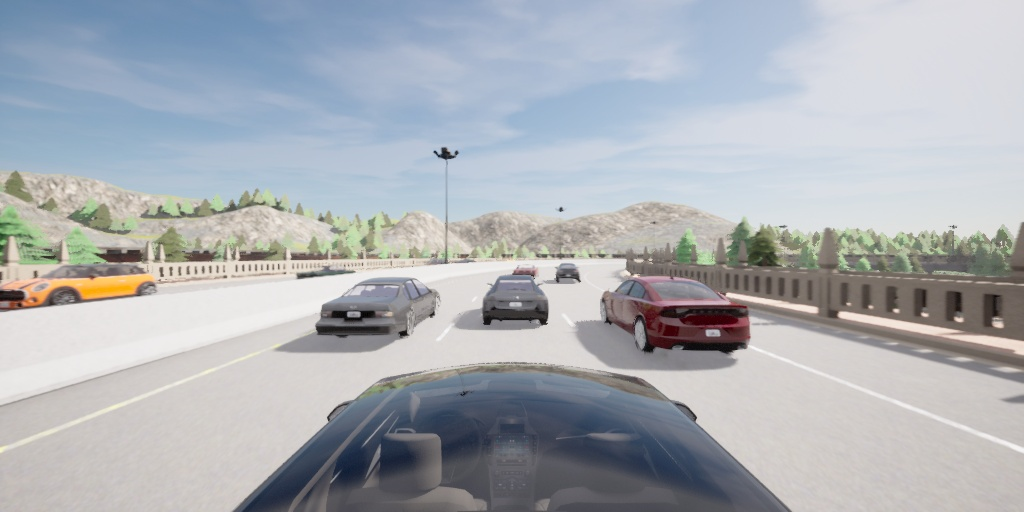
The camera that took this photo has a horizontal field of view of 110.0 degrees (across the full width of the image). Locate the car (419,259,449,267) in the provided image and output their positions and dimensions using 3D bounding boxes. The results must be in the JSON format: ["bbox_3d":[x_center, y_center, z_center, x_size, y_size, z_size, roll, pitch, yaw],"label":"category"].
[{"bbox_3d":[-8.213,1.118,38.325,2.097,1.767,4.553,0,0,12],"label":"car"}]

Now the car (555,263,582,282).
[{"bbox_3d":[4.510,1.288,29.021,1.812,1.442,4.674,0,0,7],"label":"car"}]

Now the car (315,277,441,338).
[{"bbox_3d":[-3.397,1.301,10.206,2.033,1.411,5.357,0,0,0],"label":"car"}]

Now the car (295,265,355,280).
[{"bbox_3d":[-13.562,1.362,26.307,1.895,1.301,4.718,0,0,5],"label":"car"}]

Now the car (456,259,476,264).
[{"bbox_3d":[-7.914,1.287,61.846,1.837,1.490,4.892,0,0,24],"label":"car"}]

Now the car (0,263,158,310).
[{"bbox_3d":[-17.511,1.108,14.648,2.097,1.767,4.553,0,0,1],"label":"car"}]

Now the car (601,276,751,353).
[{"bbox_3d":[3.603,1.231,8.898,1.882,1.535,5.008,0,0,0],"label":"car"}]

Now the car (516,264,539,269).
[{"bbox_3d":[1.363,1.364,31.829,1.895,1.301,4.718,0,0,9],"label":"car"}]

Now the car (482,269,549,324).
[{"bbox_3d":[0.102,1.319,11.973,1.994,1.385,4.181,0,0,0],"label":"car"}]
